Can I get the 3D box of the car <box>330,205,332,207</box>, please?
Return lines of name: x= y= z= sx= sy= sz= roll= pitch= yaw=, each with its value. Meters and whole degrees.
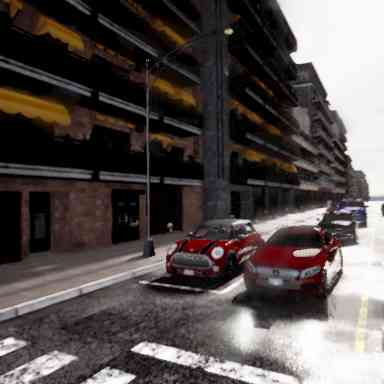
car: x=17.491 y=2.201 z=40.318 sx=1.802 sy=1.307 sz=4.206 roll=-2 pitch=-1 yaw=29

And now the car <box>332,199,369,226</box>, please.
car: x=13.219 y=1.613 z=27.394 sx=2.150 sy=2.045 sz=5.566 roll=-2 pitch=-1 yaw=29

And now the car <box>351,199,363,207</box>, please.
car: x=39.629 y=2.514 z=79.837 sx=2.192 sy=1.841 sz=5.009 roll=-2 pitch=-2 yaw=29

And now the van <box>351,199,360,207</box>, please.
van: x=36.864 y=2.460 z=74.899 sx=1.690 sy=1.788 sz=3.998 roll=-2 pitch=-2 yaw=29

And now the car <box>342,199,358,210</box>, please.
car: x=28.560 y=2.217 z=60.082 sx=2.192 sy=1.841 sz=5.009 roll=-2 pitch=-1 yaw=29

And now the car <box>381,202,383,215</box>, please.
car: x=23.978 y=2.066 z=40.074 sx=2.033 sy=1.411 sz=5.357 roll=-2 pitch=-1 yaw=29

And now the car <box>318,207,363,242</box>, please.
car: x=7.995 y=1.771 z=18.082 sx=1.837 sy=1.490 sz=4.892 roll=-2 pitch=-1 yaw=29

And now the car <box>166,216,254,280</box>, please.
car: x=0.884 y=1.659 z=10.687 sx=1.967 sy=1.590 sz=4.097 roll=-1 pitch=-1 yaw=29

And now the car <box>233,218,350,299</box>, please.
car: x=2.976 y=1.679 z=9.118 sx=1.812 sy=1.442 sz=4.674 roll=-2 pitch=-1 yaw=31
